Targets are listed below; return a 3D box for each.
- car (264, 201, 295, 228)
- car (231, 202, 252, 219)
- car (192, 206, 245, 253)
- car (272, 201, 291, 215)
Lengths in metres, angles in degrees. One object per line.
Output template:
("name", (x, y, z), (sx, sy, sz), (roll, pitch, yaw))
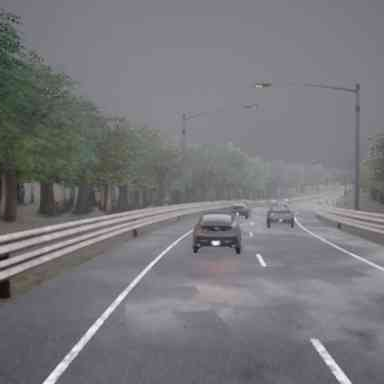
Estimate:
("car", (6.339, 1.690, 24.198), (2.128, 1.511, 4.902), (1, -1, 12))
("car", (4.708, 1.747, 32.257), (1.837, 1.490, 4.892), (0, 0, 15))
("car", (1.114, 1.570, 14.134), (1.837, 1.490, 4.892), (0, 0, 6))
("car", (10.758, 1.878, 39.750), (1.837, 1.490, 4.892), (0, -1, 19))
